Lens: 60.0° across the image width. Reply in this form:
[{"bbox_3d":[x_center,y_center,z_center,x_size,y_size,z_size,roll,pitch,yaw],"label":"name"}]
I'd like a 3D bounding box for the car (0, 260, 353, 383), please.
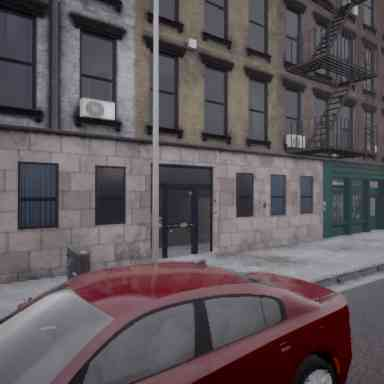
[{"bbox_3d":[-0.579,1.477,2.964,5.008,1.535,1.882,0,0,-35],"label":"car"}]
